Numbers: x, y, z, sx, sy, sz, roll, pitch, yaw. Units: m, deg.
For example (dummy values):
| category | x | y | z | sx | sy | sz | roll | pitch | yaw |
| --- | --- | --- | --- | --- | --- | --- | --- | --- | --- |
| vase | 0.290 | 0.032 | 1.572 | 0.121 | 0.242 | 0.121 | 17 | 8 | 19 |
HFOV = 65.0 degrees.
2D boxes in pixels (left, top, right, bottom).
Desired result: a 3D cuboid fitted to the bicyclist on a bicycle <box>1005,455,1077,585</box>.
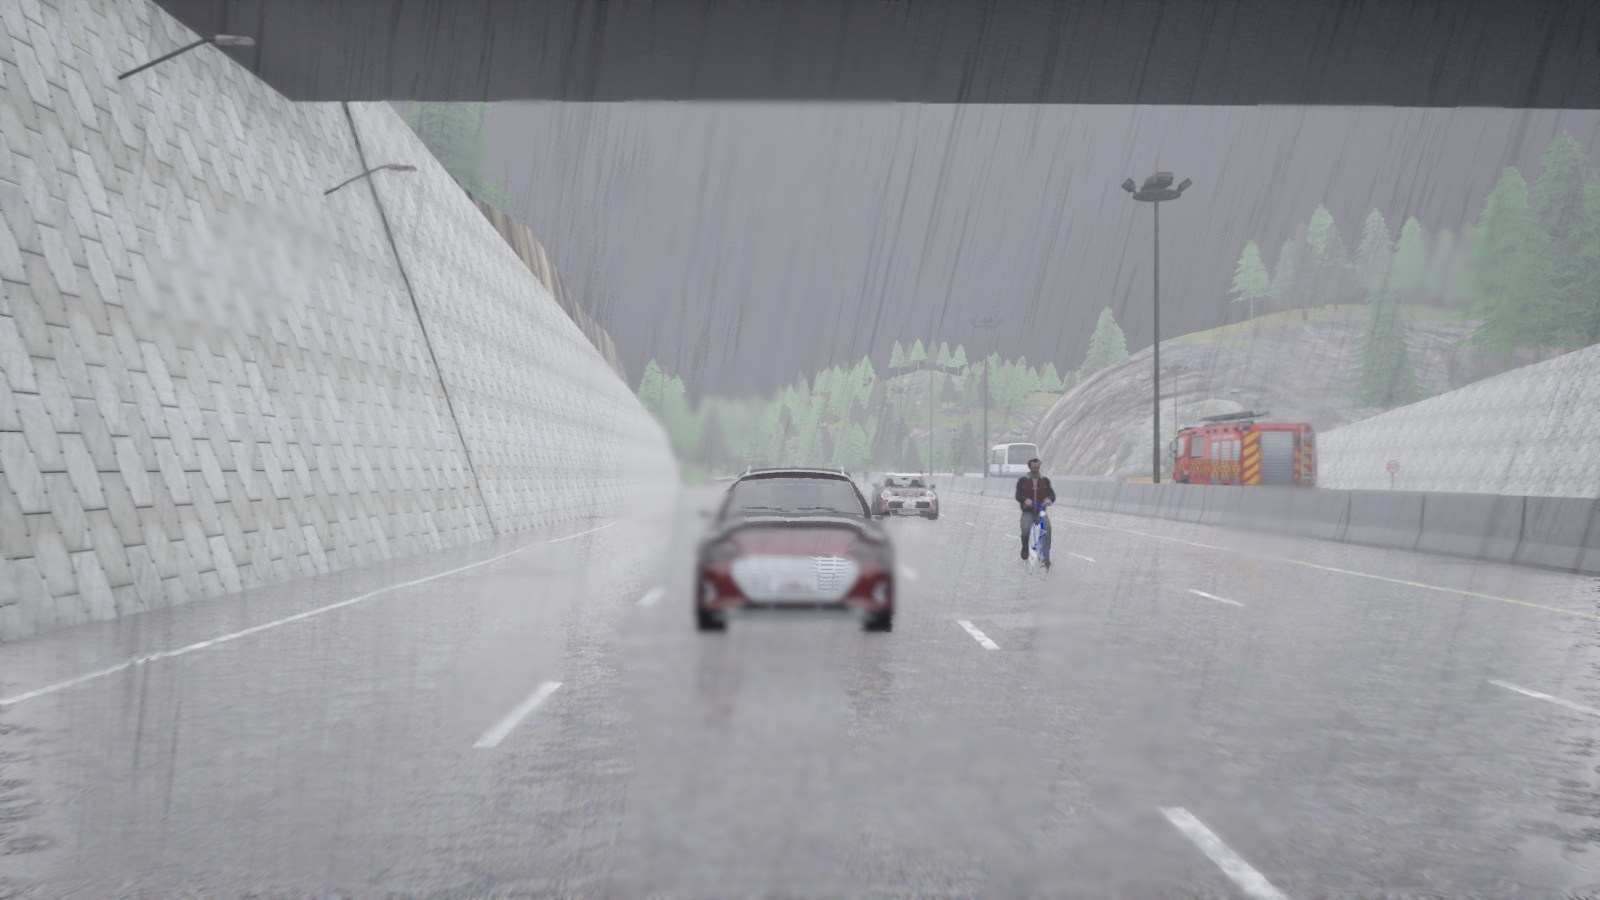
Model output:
| category | x | y | z | sx | sy | sz | roll | pitch | yaw |
| --- | --- | --- | --- | --- | --- | --- | --- | --- | --- |
| bicyclist on a bicycle | 3.443 | 0.974 | 18.074 | 0.659 | 1.776 | 1.843 | 0 | -1 | 0 |

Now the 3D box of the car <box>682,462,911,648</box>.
| category | x | y | z | sx | sy | sz | roll | pitch | yaw |
| --- | --- | --- | --- | --- | --- | --- | --- | --- | --- |
| car | -0.042 | 0.973 | 13.631 | 2.033 | 1.649 | 4.856 | 0 | -1 | 0 |

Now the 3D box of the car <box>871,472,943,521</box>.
| category | x | y | z | sx | sy | sz | roll | pitch | yaw |
| --- | --- | --- | --- | --- | --- | --- | --- | --- | --- |
| car | 3.366 | 1.439 | 40.183 | 1.970 | 1.475 | 3.806 | 0 | -1 | 0 |

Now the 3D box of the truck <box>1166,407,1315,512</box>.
| category | x | y | z | sx | sy | sz | roll | pitch | yaw |
| --- | --- | --- | --- | --- | --- | --- | --- | --- | --- |
| truck | 17.327 | 0.419 | 50.091 | 2.891 | 3.827 | 8.468 | 0 | -1 | 0 |
